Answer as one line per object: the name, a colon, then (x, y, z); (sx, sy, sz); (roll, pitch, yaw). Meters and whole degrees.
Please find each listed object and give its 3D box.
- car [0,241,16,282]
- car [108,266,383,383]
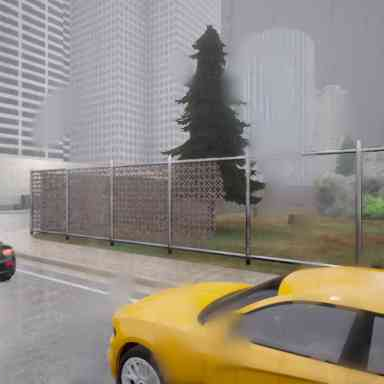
car: (-6.258, 1.526, 8.424); (4.674, 1.442, 1.812); (0, 0, 35)
car: (1.348, 1.478, 3.062); (5.008, 1.535, 1.882); (0, 0, 35)
